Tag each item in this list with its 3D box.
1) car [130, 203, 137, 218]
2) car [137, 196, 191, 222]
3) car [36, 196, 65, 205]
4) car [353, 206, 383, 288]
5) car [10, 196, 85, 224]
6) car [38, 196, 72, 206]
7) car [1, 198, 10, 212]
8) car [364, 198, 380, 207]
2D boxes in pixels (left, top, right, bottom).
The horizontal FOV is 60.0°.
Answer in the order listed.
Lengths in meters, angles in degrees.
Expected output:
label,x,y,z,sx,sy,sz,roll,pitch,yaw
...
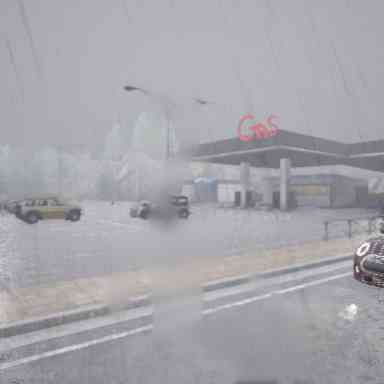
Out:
label,x,y,z,sx,sy,sz,roll,pitch,yaw
car,-3.373,1.523,29.049,3.806,1.475,1.970,0,0,-36
car,-1.931,1.241,25.991,3.866,1.878,1.905,0,0,-36
car,-25.267,1.502,59.364,4.514,1.523,2.007,0,0,-36
car,6.008,1.332,8.237,4.553,1.767,2.097,0,0,-35
car,-10.239,1.277,24.072,4.605,1.855,1.932,0,0,-36
car,-23.395,1.493,56.846,5.027,1.636,2.152,0,0,-36
car,-16.926,1.477,34.606,4.514,1.523,2.007,0,0,-36
car,26.008,1.574,45.378,2.242,1.667,4.611,0,0,-36
